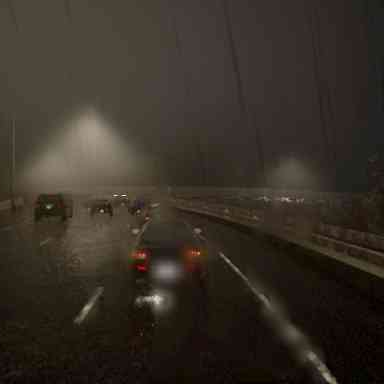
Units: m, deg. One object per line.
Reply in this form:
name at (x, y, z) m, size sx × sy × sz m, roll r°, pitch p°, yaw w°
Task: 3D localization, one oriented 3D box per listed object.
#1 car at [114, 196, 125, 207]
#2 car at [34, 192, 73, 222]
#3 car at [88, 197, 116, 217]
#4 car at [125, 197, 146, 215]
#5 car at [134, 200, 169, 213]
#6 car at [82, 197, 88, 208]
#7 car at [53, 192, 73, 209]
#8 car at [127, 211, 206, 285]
car at (-9.788, 1.283, 44.490) m, size 1.837 × 1.490 × 4.892 m, roll 0°, pitch 1°, yaw -23°
car at (-10.485, 1.101, 25.444) m, size 2.150 × 2.045 × 5.566 m, roll 0°, pitch 1°, yaw -14°
car at (-8.109, 1.353, 29.793) m, size 1.837 × 1.490 × 4.892 m, roll 0°, pitch -1°, yaw -16°
car at (-4.964, 1.366, 31.469) m, size 1.812 × 1.442 × 4.674 m, roll 0°, pitch 1°, yaw -17°
car at (-2.291, 1.443, 20.426) m, size 2.033 × 1.411 × 5.357 m, roll 0°, pitch 0°, yaw -12°
car at (-13.091, 1.351, 43.279) m, size 1.994 × 1.385 × 4.181 m, roll 0°, pitch 0°, yaw -24°
car at (-16.730, 1.009, 42.953) m, size 2.150 × 2.045 × 5.566 m, roll 0°, pitch 0°, yaw -25°
car at (-0.699, 1.478, 9.246) m, size 1.812 × 1.442 × 4.674 m, roll 0°, pitch 0°, yaw -4°
